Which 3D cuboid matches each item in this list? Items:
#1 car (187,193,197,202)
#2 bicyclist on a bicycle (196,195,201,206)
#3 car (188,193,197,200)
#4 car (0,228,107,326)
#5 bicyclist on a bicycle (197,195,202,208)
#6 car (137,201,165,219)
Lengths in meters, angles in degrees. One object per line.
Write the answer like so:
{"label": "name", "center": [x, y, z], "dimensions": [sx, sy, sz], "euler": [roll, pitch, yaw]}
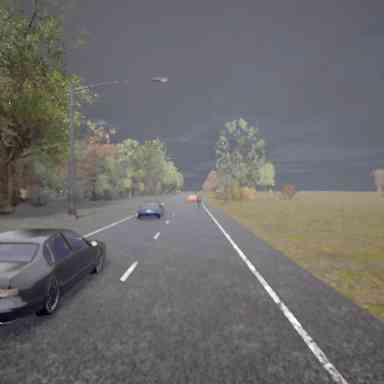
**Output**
{"label": "car", "center": [0.018, 1.090, 69.509], "dimensions": [2.097, 1.767, 4.553], "euler": [0, 0, 0]}
{"label": "bicyclist on a bicycle", "center": [0.967, 1.263, 49.890], "dimensions": [0.582, 1.620, 1.656], "euler": [0, 0, 0]}
{"label": "car", "center": [0.009, 1.050, 79.487], "dimensions": [2.097, 1.767, 4.553], "euler": [0, 0, 0]}
{"label": "car", "center": [-3.403, 1.519, 7.362], "dimensions": [2.033, 1.411, 5.357], "euler": [0, 0, 0]}
{"label": "bicyclist on a bicycle", "center": [0.967, 1.297, 40.889], "dimensions": [0.582, 1.620, 1.656], "euler": [0, 0, 0]}
{"label": "car", "center": [-3.400, 1.456, 28.263], "dimensions": [1.994, 1.385, 4.181], "euler": [0, 0, 0]}
